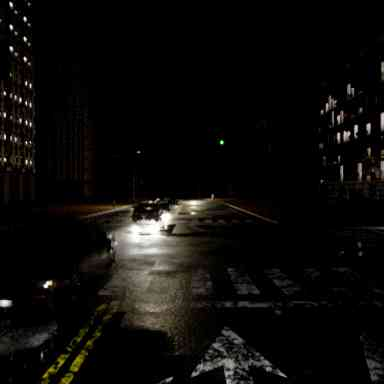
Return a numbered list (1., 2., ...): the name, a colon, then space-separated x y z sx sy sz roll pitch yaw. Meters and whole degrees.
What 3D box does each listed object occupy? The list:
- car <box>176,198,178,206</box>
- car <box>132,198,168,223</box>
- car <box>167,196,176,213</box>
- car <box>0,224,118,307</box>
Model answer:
1. car: -3.264 1.423 53.835 1.837 1.490 4.892 0 0 0
2. car: -3.252 1.478 24.936 2.128 1.511 4.902 0 0 0
3. car: -3.255 1.466 36.509 2.128 1.511 4.902 0 0 0
4. car: -3.253 1.547 8.429 2.033 1.411 5.357 0 0 0
